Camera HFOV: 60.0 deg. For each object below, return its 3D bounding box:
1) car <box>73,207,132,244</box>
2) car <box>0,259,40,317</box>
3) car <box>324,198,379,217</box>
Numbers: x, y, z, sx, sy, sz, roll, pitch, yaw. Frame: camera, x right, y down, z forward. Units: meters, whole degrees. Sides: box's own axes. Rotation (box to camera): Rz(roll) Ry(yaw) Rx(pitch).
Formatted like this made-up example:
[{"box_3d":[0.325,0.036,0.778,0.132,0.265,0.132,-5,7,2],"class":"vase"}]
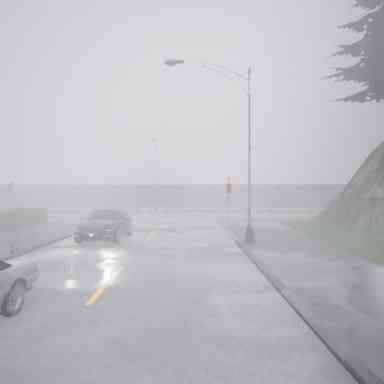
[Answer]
[{"box_3d":[-4.083,1.524,15.912,1.837,1.490,4.892,0,0,0],"class":"car"},{"box_3d":[-4.103,1.607,4.712,1.895,1.301,4.718,0,0,0],"class":"car"},{"box_3d":[14.830,1.385,30.981,4.553,1.767,2.097,0,0,0],"class":"car"}]
